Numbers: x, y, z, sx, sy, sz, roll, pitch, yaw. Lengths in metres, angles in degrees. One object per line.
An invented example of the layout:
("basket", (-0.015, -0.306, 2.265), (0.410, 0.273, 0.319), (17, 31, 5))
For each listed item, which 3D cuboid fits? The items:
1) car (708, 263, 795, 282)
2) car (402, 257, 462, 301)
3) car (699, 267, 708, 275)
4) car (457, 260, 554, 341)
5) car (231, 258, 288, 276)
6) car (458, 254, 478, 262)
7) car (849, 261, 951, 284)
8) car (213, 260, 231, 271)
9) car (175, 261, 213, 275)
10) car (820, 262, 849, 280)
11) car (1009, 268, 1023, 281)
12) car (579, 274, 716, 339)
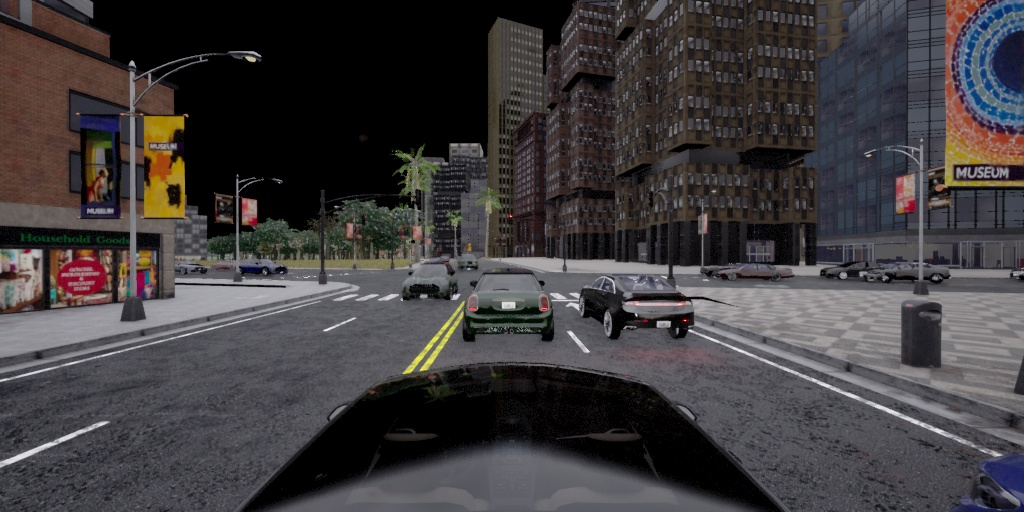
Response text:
("car", (18.930, 1.240, 28.345), (5.357, 1.411, 2.033), (0, 0, 13))
("car", (-3.784, 1.101, 17.238), (2.097, 1.767, 4.553), (0, 0, -3))
("car", (19.303, 1.281, 31.597), (4.718, 1.301, 1.895), (0, 0, 11))
("car", (-0.122, 1.102, 10.008), (2.097, 1.767, 4.553), (0, 0, -1))
("car", (-24.289, 0.995, 34.912), (4.553, 1.767, 2.097), (0, 0, 13))
("car", (-5.561, 0.765, 45.086), (2.150, 2.045, 5.566), (0, 0, -13))
("car", (28.408, 1.190, 26.105), (4.902, 1.511, 2.128), (0, 0, 13))
("car", (-34.765, 1.152, 44.294), (4.181, 1.385, 1.994), (0, 0, 13))
("car", (-33.968, 1.184, 37.202), (4.181, 1.385, 1.994), (0, 0, 13))
("car", (28.367, 1.190, 29.453), (4.892, 1.490, 1.837), (0, 0, 13))
("car", (40.573, 1.189, 26.554), (4.902, 1.511, 2.128), (0, 0, 14))
("car", (3.172, 1.241, 10.058), (2.128, 1.511, 4.902), (0, 0, -1))
